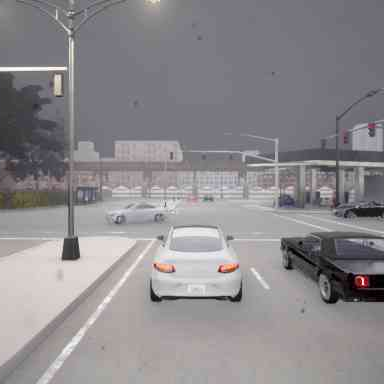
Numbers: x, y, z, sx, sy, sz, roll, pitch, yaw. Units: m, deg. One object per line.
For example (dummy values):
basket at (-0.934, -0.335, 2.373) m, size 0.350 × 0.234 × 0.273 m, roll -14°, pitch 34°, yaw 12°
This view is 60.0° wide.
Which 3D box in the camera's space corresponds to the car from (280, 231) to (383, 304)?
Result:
car at (3.589, 1.599, 8.095) m, size 1.895 × 1.301 × 4.718 m, roll 0°, pitch 0°, yaw 0°

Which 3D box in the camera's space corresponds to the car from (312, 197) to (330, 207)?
car at (18.967, 1.435, 48.413) m, size 1.970 × 1.475 × 3.806 m, roll 0°, pitch 0°, yaw 0°

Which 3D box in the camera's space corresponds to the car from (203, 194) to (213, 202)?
car at (3.516, 1.257, 72.298) m, size 2.097 × 1.767 × 4.553 m, roll 0°, pitch 0°, yaw 0°

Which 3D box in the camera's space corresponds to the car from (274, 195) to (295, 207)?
car at (13.222, 1.262, 47.651) m, size 2.242 × 1.667 × 4.611 m, roll 0°, pitch 0°, yaw 0°

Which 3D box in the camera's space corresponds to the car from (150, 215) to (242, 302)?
car at (0.084, 1.517, 8.112) m, size 1.812 × 1.442 × 4.674 m, roll 0°, pitch 0°, yaw 0°

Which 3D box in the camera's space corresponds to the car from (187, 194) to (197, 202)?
car at (0.016, 1.250, 72.299) m, size 2.097 × 1.767 × 4.553 m, roll 0°, pitch 0°, yaw 0°

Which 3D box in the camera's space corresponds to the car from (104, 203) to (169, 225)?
car at (-3.871, 1.487, 23.644) m, size 4.674 × 1.442 × 1.812 m, roll 0°, pitch -1°, yaw -33°

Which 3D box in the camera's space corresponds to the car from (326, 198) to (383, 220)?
car at (14.175, 1.487, 27.491) m, size 4.902 × 1.511 × 2.128 m, roll 0°, pitch 0°, yaw -1°
